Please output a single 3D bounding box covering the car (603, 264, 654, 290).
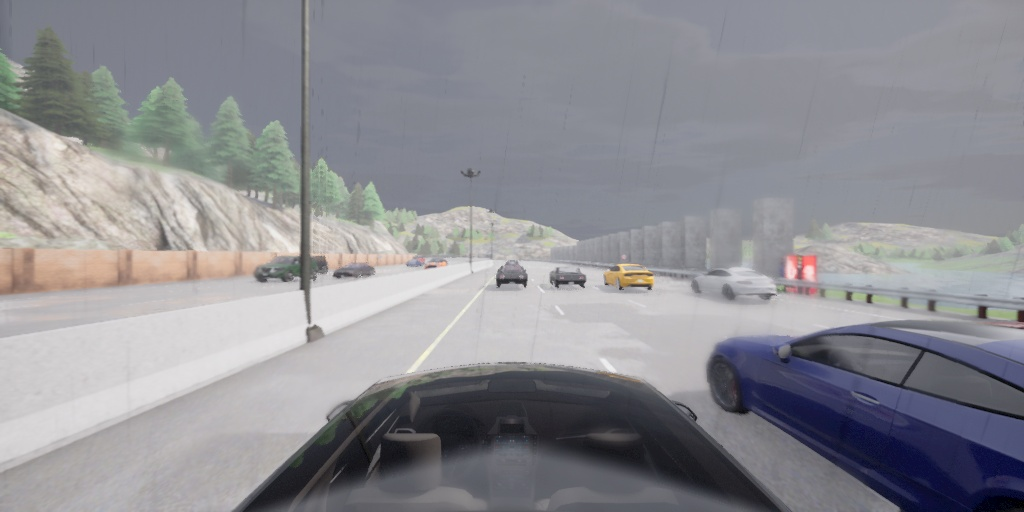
[{"bbox_3d":[7.094,1.233,22.283,1.882,1.535,5.008,0,0,0],"label":"car"}]

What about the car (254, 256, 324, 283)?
[{"bbox_3d":[-17.602,0.978,28.346,2.150,2.045,5.566,0,0,0],"label":"car"}]

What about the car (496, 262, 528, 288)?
[{"bbox_3d":[-0.006,1.268,23.437,1.895,1.301,4.718,0,0,0],"label":"car"}]

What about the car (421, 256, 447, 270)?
[{"bbox_3d":[-10.324,1.112,48.729,2.097,1.767,4.553,0,0,2],"label":"car"}]

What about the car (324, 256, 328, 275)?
[{"bbox_3d":[-21.050,0.981,36.728,2.150,2.045,5.566,0,0,1],"label":"car"}]

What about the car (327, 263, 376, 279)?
[{"bbox_3d":[-14.088,1.304,32.436,2.033,1.411,5.357,0,0,0],"label":"car"}]

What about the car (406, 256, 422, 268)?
[{"bbox_3d":[-16.896,1.291,61.893,1.812,1.442,4.674,0,1,1],"label":"car"}]

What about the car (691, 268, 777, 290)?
[{"bbox_3d":[10.597,1.280,17.439,1.812,1.442,4.674,0,0,0],"label":"car"}]

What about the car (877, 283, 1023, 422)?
[{"bbox_3d":[7.100,1.228,3.551,1.882,1.535,5.008,0,0,0],"label":"car"}]

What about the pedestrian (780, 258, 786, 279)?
[{"bbox_3d":[15.241,0.679,20.133,0.375,1.300,0.375,0,0,0],"label":"pedestrian"}]

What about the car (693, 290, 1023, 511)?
[{"bbox_3d":[3.601,1.276,3.048,1.812,1.442,4.674,0,0,0],"label":"car"}]

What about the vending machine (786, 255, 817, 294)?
[{"bbox_3d":[15.495,0.950,19.200,1.100,2.100,0.880,0,0,0],"label":"vending machine"}]

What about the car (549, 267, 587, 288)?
[{"bbox_3d":[3.594,1.356,23.948,1.895,1.301,4.718,0,0,0],"label":"car"}]
